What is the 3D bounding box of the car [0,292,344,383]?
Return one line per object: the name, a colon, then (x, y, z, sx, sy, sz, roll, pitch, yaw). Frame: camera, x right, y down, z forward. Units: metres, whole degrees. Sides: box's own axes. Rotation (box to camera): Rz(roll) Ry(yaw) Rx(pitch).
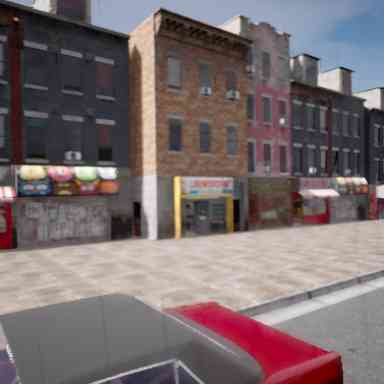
car: (-1.086, 1.601, 2.269, 4.718, 1.301, 1.895, 0, 0, -35)
